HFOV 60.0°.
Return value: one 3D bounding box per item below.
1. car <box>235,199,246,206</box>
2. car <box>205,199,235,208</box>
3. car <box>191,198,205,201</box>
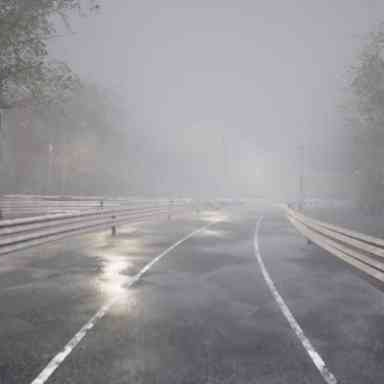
[{"bbox_3d":[10.334,2.285,73.618,1.994,1.385,4.181,2,0,35],"label":"car"},{"bbox_3d":[5.100,2.055,60.157,2.033,1.411,5.357,2,0,35],"label":"car"},{"bbox_3d":[1.833,1.889,67.650,1.882,1.535,5.008,2,0,35],"label":"car"}]
